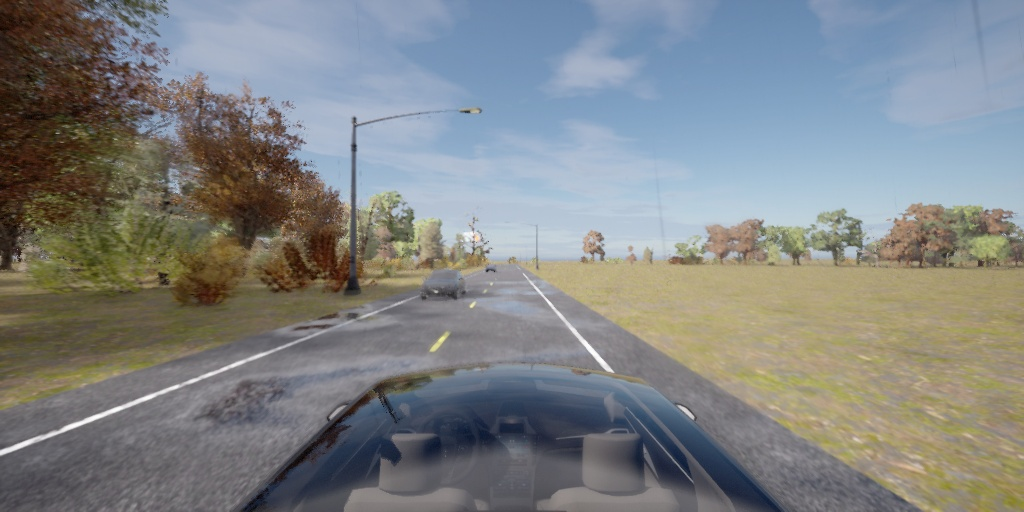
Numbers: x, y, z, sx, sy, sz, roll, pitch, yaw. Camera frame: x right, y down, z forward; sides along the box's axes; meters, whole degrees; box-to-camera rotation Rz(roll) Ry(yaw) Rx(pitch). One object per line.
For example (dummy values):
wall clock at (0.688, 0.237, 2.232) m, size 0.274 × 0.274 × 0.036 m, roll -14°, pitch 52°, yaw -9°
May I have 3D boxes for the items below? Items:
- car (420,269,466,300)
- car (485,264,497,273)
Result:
car at (-3.600, 1.497, 19.445) m, size 1.837 × 1.490 × 4.892 m, roll 0°, pitch -1°, yaw 0°
car at (-3.528, 2.104, 60.715) m, size 2.033 × 1.411 × 5.357 m, roll 0°, pitch -1°, yaw 1°
